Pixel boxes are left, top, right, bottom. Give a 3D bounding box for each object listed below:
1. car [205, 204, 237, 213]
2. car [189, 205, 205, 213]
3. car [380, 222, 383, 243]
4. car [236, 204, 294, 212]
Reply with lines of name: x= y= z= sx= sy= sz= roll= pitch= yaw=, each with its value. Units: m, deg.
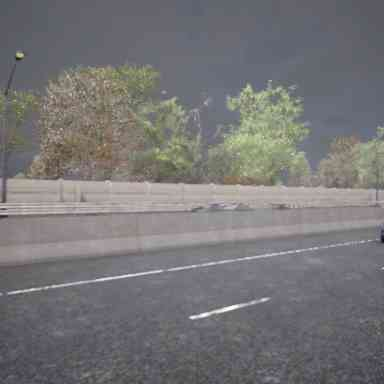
car: x=3.690 y=1.737 z=28.133 sx=4.674 sy=1.442 sz=1.812 roll=1 pitch=0 yaw=-35
car: x=1.758 y=1.776 z=31.039 sx=4.181 sy=1.385 sz=1.994 roll=1 pitch=0 yaw=-35
car: x=7.313 y=1.597 z=8.967 sx=5.008 sy=1.535 sz=1.882 roll=1 pitch=0 yaw=-35
car: x=6.035 y=1.720 z=25.491 sx=4.892 sy=1.490 sz=1.837 roll=1 pitch=0 yaw=-35
